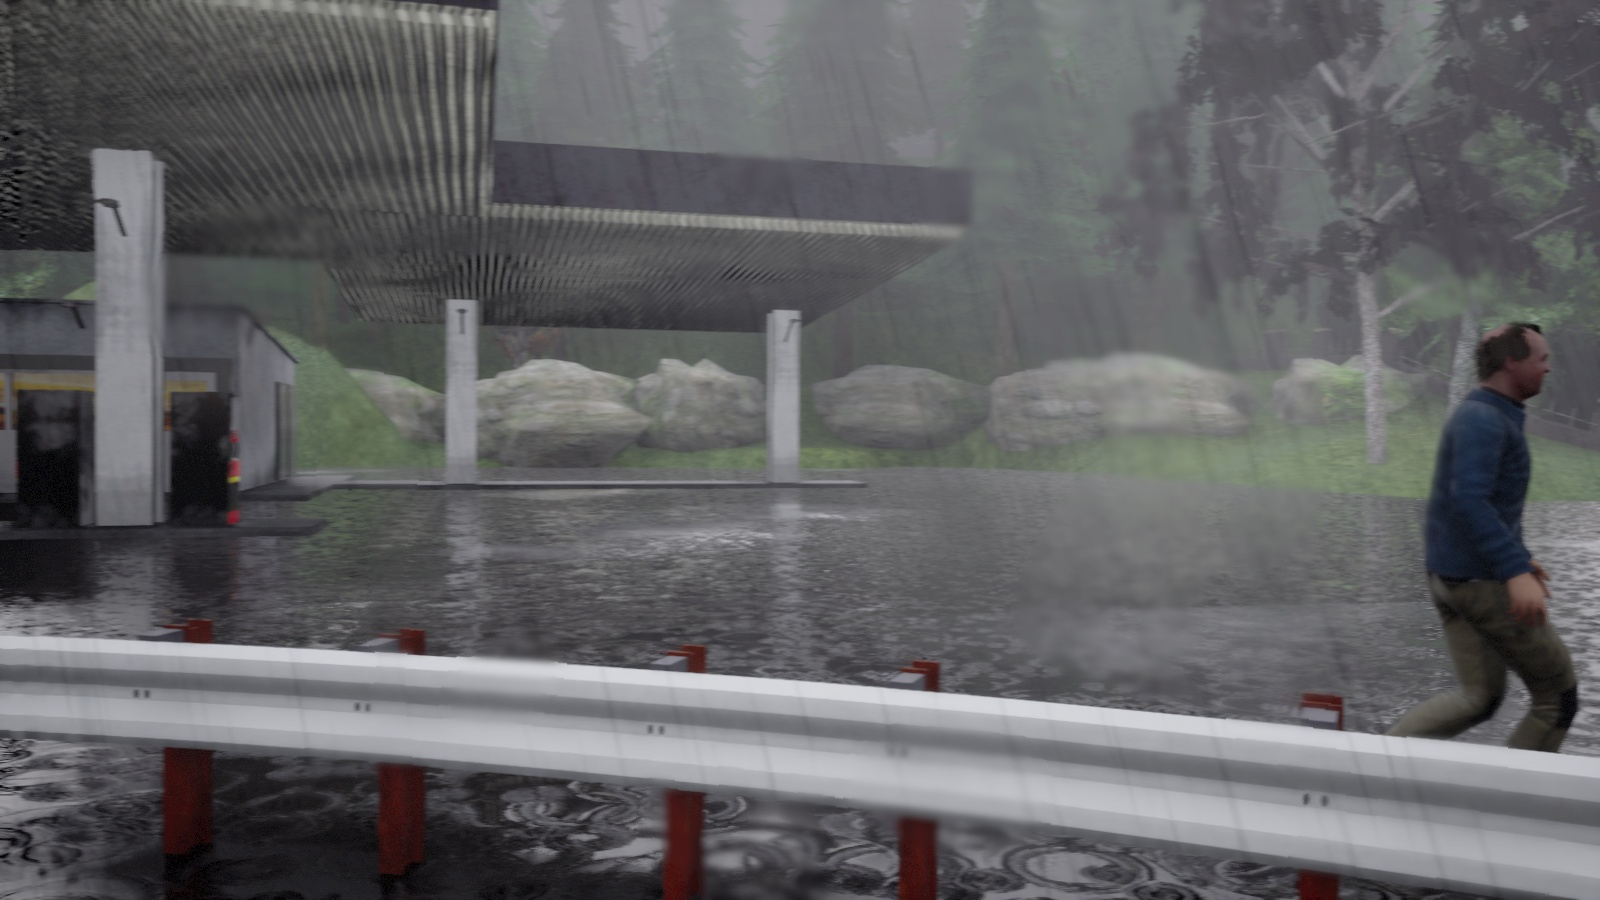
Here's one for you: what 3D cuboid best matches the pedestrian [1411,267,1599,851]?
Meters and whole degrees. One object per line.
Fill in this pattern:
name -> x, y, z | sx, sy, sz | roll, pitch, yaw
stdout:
pedestrian -> 2.464, 0.345, 4.186 | 0.726, 1.842, 0.402 | 0, 1, 20
